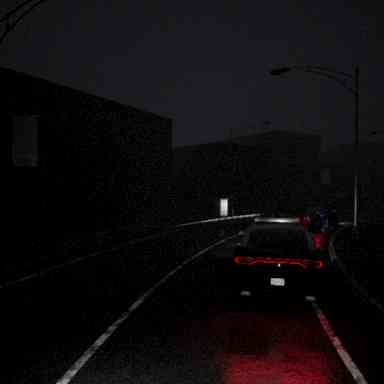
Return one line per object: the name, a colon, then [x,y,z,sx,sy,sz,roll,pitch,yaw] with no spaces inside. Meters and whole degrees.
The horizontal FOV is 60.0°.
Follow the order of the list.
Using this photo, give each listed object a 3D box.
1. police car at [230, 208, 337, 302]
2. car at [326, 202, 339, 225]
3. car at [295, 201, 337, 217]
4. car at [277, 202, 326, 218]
police car: [2.174,1.429,8.548,1.930,1.638,5.238,0,0,14]
car: [8.324,1.559,21.974,1.812,1.442,4.674,1,0,35]
car: [12.294,1.619,32.885,4.718,1.301,1.895,0,1,-42]
car: [5.408,1.367,17.151,2.097,1.767,4.553,1,0,27]
